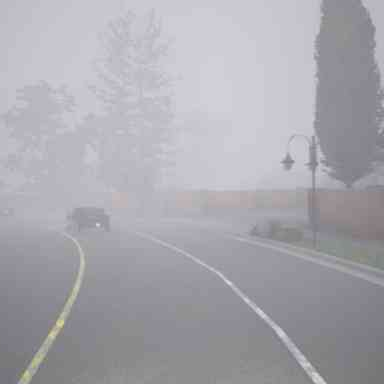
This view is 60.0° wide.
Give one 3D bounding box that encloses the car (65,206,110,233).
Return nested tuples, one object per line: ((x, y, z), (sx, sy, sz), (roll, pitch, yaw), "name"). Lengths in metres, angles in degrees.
((-6.548, 1.612, 20.713), (1.837, 1.490, 4.892), (0, -1, -31), "car")

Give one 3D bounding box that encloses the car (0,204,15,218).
((-19.764, 1.921, 33.554), (4.181, 1.385, 1.994), (-1, 0, 32), "car")
